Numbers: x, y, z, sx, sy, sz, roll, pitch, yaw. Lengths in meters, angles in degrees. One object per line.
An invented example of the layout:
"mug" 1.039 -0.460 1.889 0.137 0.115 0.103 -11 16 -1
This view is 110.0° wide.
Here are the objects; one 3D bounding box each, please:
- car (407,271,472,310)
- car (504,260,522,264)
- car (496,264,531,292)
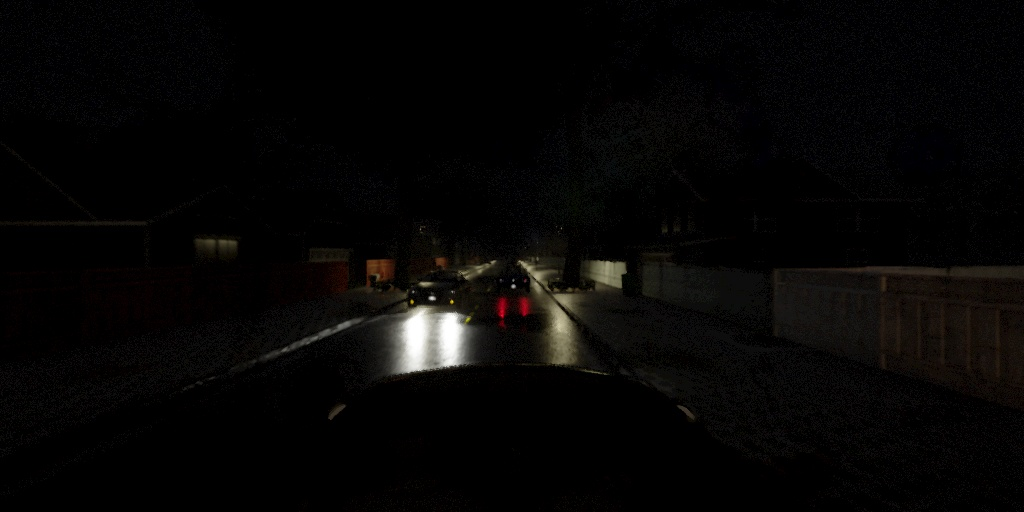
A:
"car" -2.804 1.304 14.597 1.994 1.385 4.181 0 0 0
"car" 0.102 1.212 44.365 1.837 1.490 4.892 0 0 0
"car" 0.082 1.334 21.232 1.895 1.301 4.718 0 0 0
